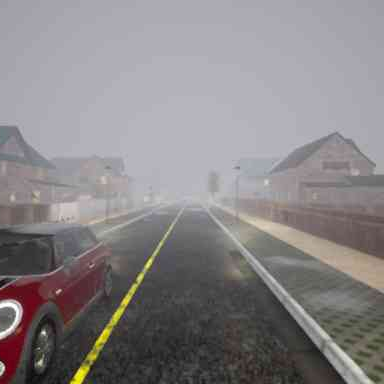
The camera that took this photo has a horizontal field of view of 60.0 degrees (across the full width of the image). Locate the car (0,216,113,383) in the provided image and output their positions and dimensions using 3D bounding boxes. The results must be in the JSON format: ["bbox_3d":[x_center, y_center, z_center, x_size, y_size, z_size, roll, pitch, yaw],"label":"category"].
[{"bbox_3d":[-2.788,1.375,5.428,2.097,1.767,4.553,0,-1,1],"label":"car"}]
